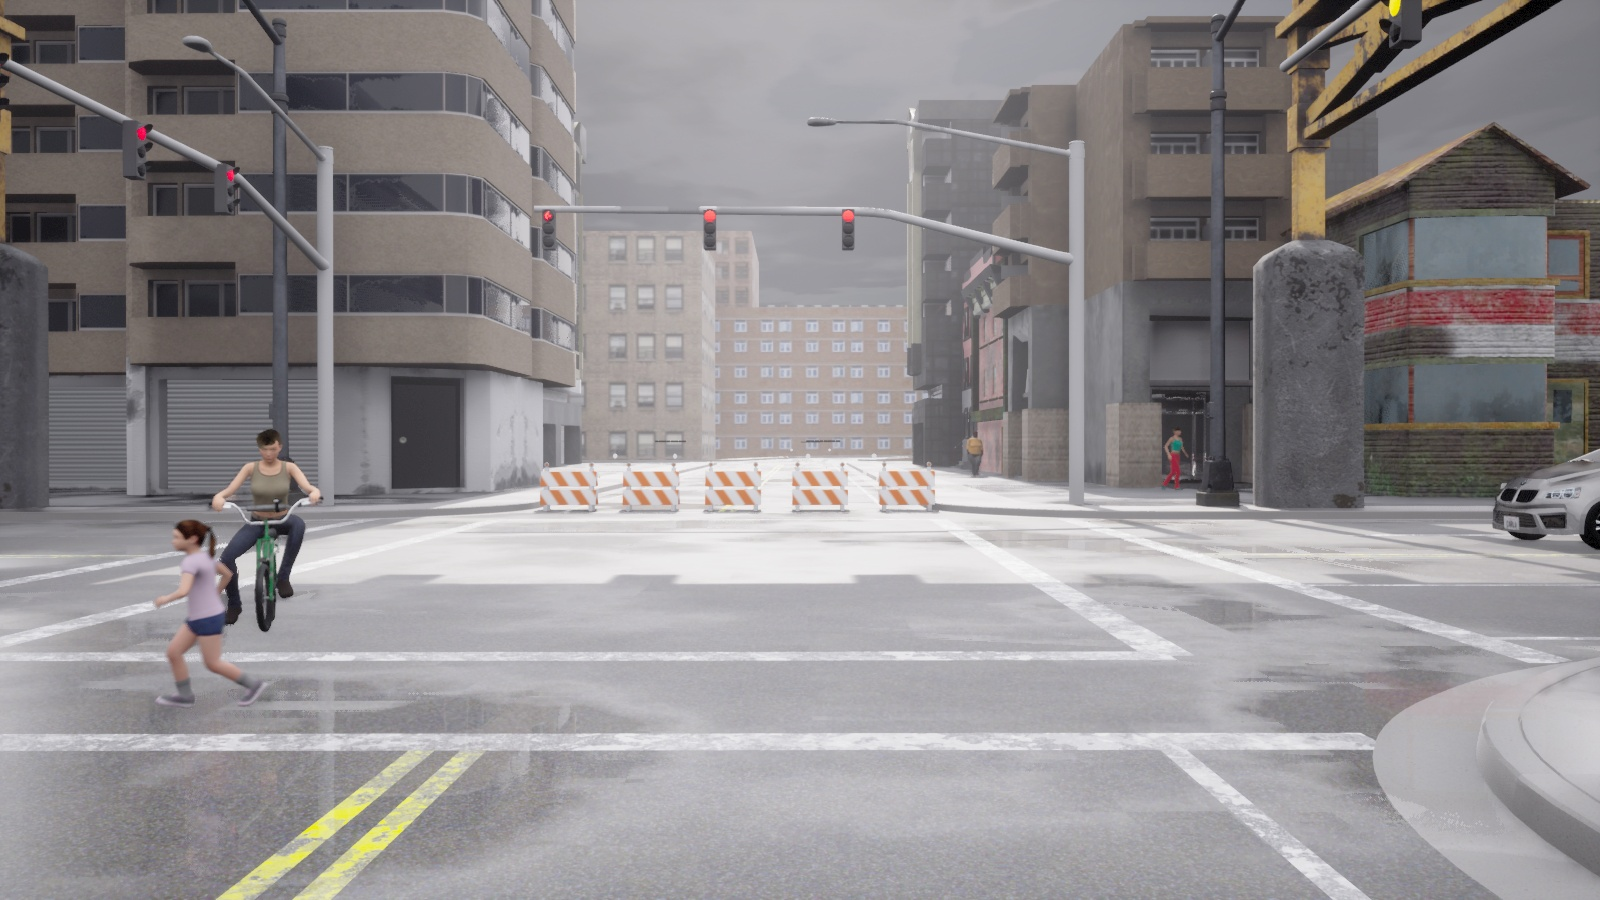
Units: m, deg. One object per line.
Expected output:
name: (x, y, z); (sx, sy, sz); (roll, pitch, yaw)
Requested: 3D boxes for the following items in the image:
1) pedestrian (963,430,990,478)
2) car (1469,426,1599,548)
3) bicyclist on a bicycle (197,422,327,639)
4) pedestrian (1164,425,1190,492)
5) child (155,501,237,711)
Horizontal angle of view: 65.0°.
pedestrian: (6.891, 0.140, 49.170); (0.874, 1.855, 0.900); (0, 0, -4)
car: (12.614, 0.498, 18.226); (4.611, 1.667, 2.242); (0, 0, 0)
bicyclist on a bicycle: (-4.330, 0.620, 10.212); (0.866, 1.612, 1.509); (1, -2, -20)
pedestrian: (10.444, 0.224, 34.788); (0.345, 1.836, 0.594); (0, 0, -39)
child: (-3.331, 0.844, 6.925); (0.394, 1.110, 0.255); (0, 0, -27)
